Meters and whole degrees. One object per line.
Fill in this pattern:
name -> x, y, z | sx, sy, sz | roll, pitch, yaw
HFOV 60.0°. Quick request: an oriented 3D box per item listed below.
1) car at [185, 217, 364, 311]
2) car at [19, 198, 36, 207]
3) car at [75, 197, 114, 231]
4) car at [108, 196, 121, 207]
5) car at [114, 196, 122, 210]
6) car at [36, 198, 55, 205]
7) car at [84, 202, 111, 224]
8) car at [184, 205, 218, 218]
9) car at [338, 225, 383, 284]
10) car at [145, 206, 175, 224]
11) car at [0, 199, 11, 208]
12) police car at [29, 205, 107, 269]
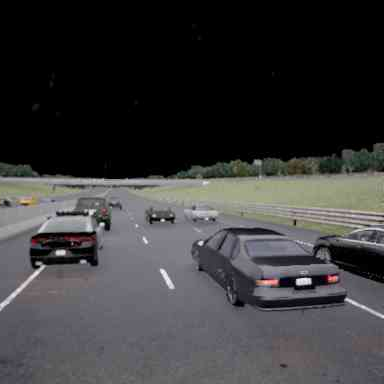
car -> 1.375, 1.592, 8.153 | 2.033, 1.411, 5.357 | 0, 0, -12
car -> -27.427, 1.739, 55.675 | 1.882, 1.535, 5.008 | 0, 0, -13
car -> -6.300, 1.320, 21.337 | 2.150, 2.045, 5.566 | 0, 0, -13
car -> -13.984, 1.670, 60.021 | 2.097, 1.767, 4.553 | 0, 0, -13
car -> -11.184, 1.615, 47.922 | 2.097, 1.767, 4.553 | 0, 0, -12
car -> -23.585, 1.792, 54.526 | 1.812, 1.442, 4.674 | 0, 0, -13
car -> -7.603, 1.608, 27.167 | 1.882, 1.535, 5.008 | 0, 0, -13
car -> 0.632, 1.753, 27.679 | 1.895, 1.301, 4.718 | 0, 0, -13
car -> 4.941, 1.546, 8.225 | 2.128, 1.511, 4.902 | 0, 0, -12
car -> -2.595, 1.735, 26.072 | 1.895, 1.301, 4.718 | 0, 0, -13
car -> -30.416, 1.806, 53.025 | 1.994, 1.385, 4.181 | 0, 0, -13
police car -> -4.153, 1.473, 11.642 | 1.930, 1.638, 5.238 | 0, 0, -12
